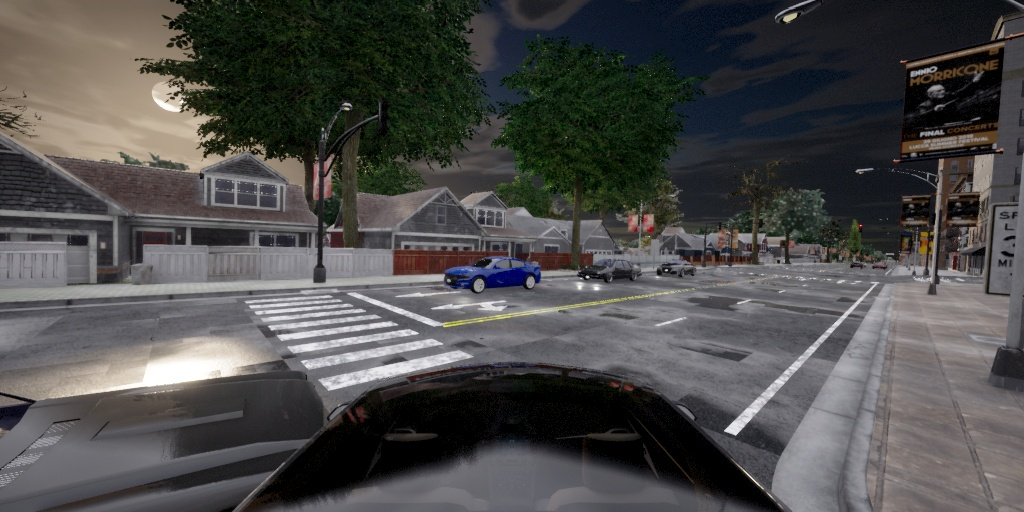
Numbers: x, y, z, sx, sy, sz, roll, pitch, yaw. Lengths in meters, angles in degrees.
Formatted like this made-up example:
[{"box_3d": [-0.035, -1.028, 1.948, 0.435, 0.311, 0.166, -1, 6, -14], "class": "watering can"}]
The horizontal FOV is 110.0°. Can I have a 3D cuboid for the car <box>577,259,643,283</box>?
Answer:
[{"box_3d": [6.529, 0.900, 23.415, 5.357, 1.411, 2.033, 0, 3, -43], "class": "car"}]

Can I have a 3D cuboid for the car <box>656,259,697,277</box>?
[{"box_3d": [13.879, 0.980, 30.175, 4.181, 1.385, 1.994, 0, 3, -43], "class": "car"}]

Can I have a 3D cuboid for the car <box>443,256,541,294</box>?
[{"box_3d": [-0.789, 0.770, 16.656, 5.008, 1.535, 1.882, 0, 3, -43], "class": "car"}]

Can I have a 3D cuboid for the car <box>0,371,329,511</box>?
[{"box_3d": [-3.322, 1.279, 1.524, 4.718, 1.301, 1.895, 1, 2, -33], "class": "car"}]
